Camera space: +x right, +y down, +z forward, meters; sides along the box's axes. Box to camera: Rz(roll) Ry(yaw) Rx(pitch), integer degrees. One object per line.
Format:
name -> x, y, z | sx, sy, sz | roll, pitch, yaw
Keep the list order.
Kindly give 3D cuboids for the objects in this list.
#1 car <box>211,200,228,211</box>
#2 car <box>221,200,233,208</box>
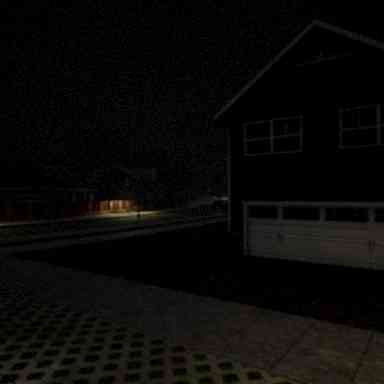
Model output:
car -> 3.948, 1.871, 47.476 | 1.837, 1.490, 4.892 | 0, 0, 15
car -> 6.087, 2.036, 57.648 | 1.895, 1.301, 4.718 | 0, 0, 8
